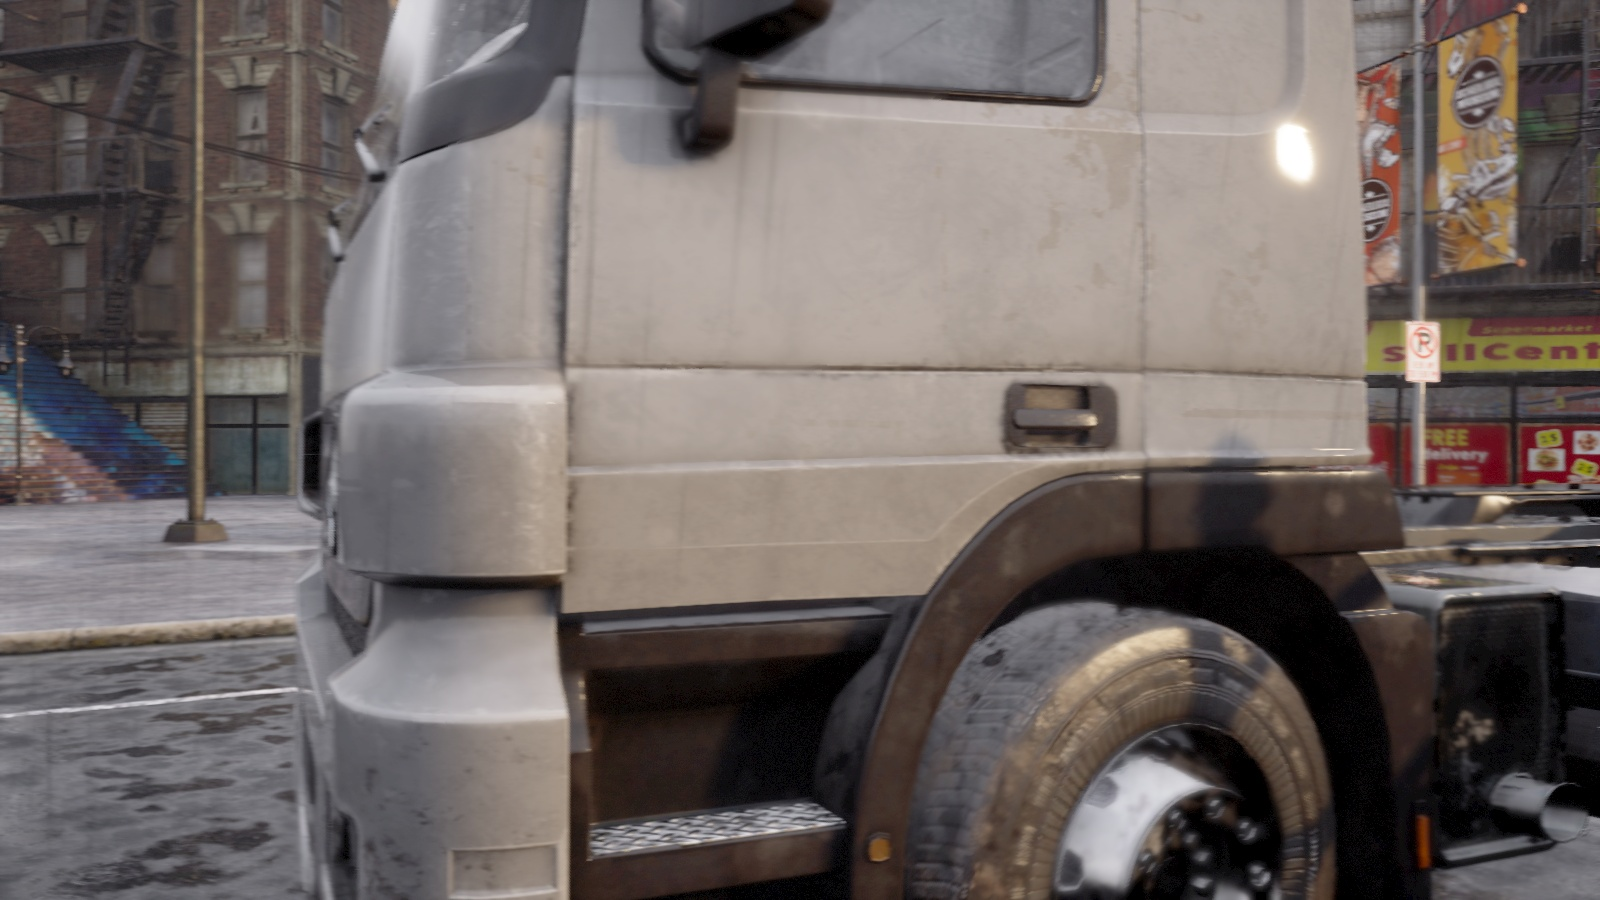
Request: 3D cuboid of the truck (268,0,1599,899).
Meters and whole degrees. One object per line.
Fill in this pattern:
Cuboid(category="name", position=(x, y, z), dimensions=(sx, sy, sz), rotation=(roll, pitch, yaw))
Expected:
Cuboid(category="truck", position=(2.290, -0.233, 4.812), dimensions=(7.936, 3.462, 2.891), rotation=(0, 0, -24))
